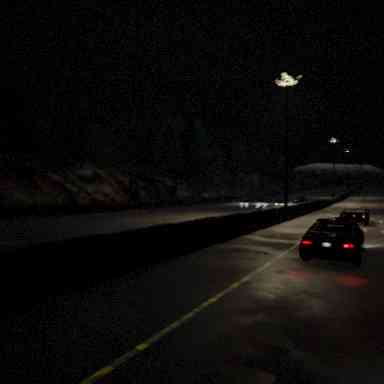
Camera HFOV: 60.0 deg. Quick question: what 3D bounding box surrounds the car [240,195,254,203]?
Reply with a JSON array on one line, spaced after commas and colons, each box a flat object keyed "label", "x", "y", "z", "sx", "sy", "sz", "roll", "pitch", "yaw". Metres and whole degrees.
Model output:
[{"label": "car", "x": 11.210, "y": 1.359, "z": 66.998, "sx": 2.128, "sy": 1.511, "sz": 4.902, "roll": 0, "pitch": 1, "yaw": 29}]

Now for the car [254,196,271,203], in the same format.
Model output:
[{"label": "car", "x": 14.276, "y": 1.467, "z": 65.310, "sx": 1.895, "sy": 1.301, "sz": 4.718, "roll": 0, "pitch": 1, "yaw": 29}]

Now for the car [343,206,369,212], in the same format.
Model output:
[{"label": "car", "x": 12.814, "y": 1.774, "z": 26.024, "sx": 1.895, "sy": 1.301, "sz": 4.718, "roll": 0, "pitch": 0, "yaw": 29}]

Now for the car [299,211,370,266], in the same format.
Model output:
[{"label": "car", "x": 5.286, "y": 1.663, "z": 12.239, "sx": 2.033, "sy": 1.411, "sz": 5.357, "roll": 0, "pitch": 0, "yaw": 29}]

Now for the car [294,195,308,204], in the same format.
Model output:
[{"label": "car", "x": 20.431, "y": 1.411, "z": 62.005, "sx": 1.837, "sy": 1.490, "sz": 4.892, "roll": 0, "pitch": 1, "yaw": 29}]

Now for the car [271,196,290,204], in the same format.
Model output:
[{"label": "car", "x": 17.365, "y": 1.434, "z": 63.671, "sx": 2.033, "sy": 1.411, "sz": 5.357, "roll": 0, "pitch": 1, "yaw": 29}]
